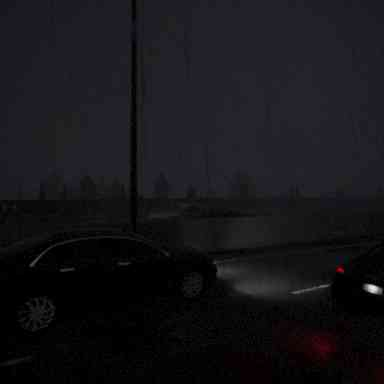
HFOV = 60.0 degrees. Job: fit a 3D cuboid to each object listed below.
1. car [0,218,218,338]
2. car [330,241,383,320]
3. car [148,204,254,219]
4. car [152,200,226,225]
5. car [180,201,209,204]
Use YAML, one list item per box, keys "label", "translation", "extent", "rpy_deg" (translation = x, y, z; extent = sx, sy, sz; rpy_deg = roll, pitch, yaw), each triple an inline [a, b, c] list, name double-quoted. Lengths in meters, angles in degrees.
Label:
- label: "car"
  translation: [-1.715, 1.481, 6.600]
  extent: [4.892, 1.490, 1.837]
  rpy_deg: [0, 0, -34]
- label: "car"
  translation: [4.675, 1.550, 6.429]
  extent: [4.181, 1.385, 1.994]
  rpy_deg: [0, 0, -30]
- label: "car"
  translation: [0.831, 1.497, 16.609]
  extent: [5.357, 1.411, 2.033]
  rpy_deg: [0, 0, -29]
- label: "car"
  translation: [-0.173, 1.418, 23.936]
  extent: [4.902, 1.511, 2.128]
  rpy_deg: [0, 0, -27]
- label: "car"
  translation: [-0.337, 1.464, 19.906]
  extent: [4.674, 1.442, 1.812]
  rpy_deg: [0, 0, -28]
